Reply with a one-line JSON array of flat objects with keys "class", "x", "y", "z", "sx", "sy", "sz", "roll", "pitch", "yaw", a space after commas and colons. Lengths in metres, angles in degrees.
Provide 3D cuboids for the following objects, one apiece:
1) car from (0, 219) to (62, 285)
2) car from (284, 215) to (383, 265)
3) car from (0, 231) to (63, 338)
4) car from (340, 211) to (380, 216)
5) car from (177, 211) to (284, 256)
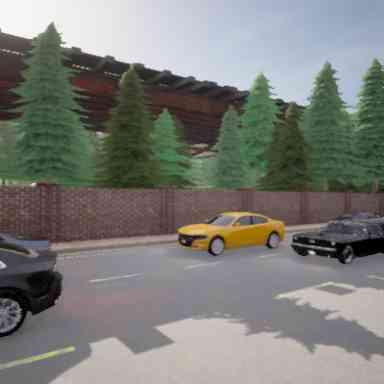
[{"class": "car", "x": -6.253, "y": 1.537, "z": 8.137, "sx": 5.357, "sy": 1.411, "sz": 2.033, "roll": 1, "pitch": 0, "yaw": -35}, {"class": "car", "x": 5.823, "y": 1.743, "z": 12.389, "sx": 4.718, "sy": 1.301, "sz": 1.895, "roll": 1, "pitch": 0, "yaw": -35}, {"class": "car", "x": -4.567, "y": 1.491, "z": 5.042, "sx": 4.892, "sy": 1.490, "sz": 1.837, "roll": 1, "pitch": -1, "yaw": -35}, {"class": "car", "x": 9.820, "y": 1.796, "z": 19.524, "sx": 4.181, "sy": 1.385, "sz": 1.994, "roll": 1, "pitch": 0, "yaw": -35}, {"class": "car", "x": 1.733, "y": 1.587, "z": 13.804, "sx": 5.008, "sy": 1.535, "sz": 1.882, "roll": 1, "pitch": 0, "yaw": -35}]
